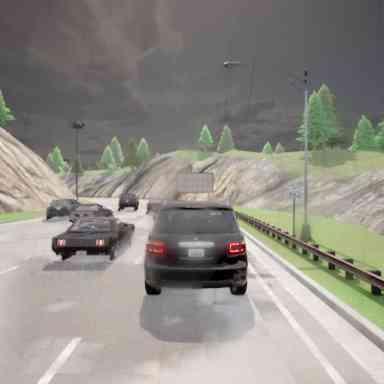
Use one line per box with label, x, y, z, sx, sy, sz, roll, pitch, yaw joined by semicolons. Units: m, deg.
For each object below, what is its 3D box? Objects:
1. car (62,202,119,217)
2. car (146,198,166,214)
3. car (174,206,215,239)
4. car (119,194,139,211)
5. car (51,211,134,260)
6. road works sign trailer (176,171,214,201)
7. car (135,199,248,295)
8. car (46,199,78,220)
car;-6.921;1.543;23.278;2.033;1.411;5.357;0;0;0
car;-3.803;1.470;35.815;1.882;1.535;5.008;0;0;-3
car;0.109;1.556;18.067;1.994;1.385;4.181;0;0;0
car;-7.768;1.211;41.006;2.150;2.045;5.566;0;0;-6
car;-3.414;1.598;12.489;1.895;1.301;4.718;0;0;0
road works sign trailer;0.190;0.460;21.564;2.380;3.560;2.880;0;0;0
car;0.089;1.220;8.846;2.150;2.045;5.566;0;0;0
car;-10.497;1.346;28.117;2.097;1.767;4.553;0;0;-1
